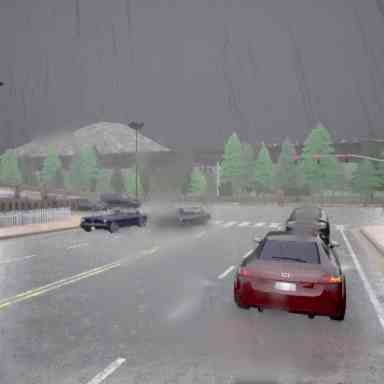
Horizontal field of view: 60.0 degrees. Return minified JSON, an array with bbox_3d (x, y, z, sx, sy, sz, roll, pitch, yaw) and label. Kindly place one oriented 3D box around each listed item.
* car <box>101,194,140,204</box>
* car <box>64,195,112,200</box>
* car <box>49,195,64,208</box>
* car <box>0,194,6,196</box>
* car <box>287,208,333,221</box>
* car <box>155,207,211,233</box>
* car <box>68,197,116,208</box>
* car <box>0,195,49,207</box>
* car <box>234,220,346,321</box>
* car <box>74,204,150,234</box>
[{"bbox_3d":[-9.557,1.218,43.775,5.566,2.045,2.150,0,0,20],"label":"car"},{"bbox_3d":[-12.928,1.499,41.276,4.892,1.490,1.837,-1,0,20],"label":"car"},{"bbox_3d":[-19.235,1.288,47.269,4.553,1.767,2.097,1,0,20],"label":"car"},{"bbox_3d":[-22.977,1.355,44.898,4.902,1.511,2.128,2,1,20],"label":"car"},{"bbox_3d":[5.537,1.491,15.787,2.128,1.511,4.902,0,0,22],"label":"car"},{"bbox_3d":[-0.425,1.601,20.100,1.895,1.301,4.718,0,0,22],"label":"car"},{"bbox_3d":[-11.078,1.564,36.884,4.181,1.385,1.994,0,0,20],"label":"car"},{"bbox_3d":[-20.348,1.456,40.226,4.902,1.511,2.128,1,0,20],"label":"car"},{"bbox_3d":[2.288,1.564,7.492,1.994,1.385,4.181,0,0,21],"label":"car"},{"bbox_3d":[-4.408,1.601,19.592,1.895,1.301,4.718,0,0,22],"label":"car"}]
